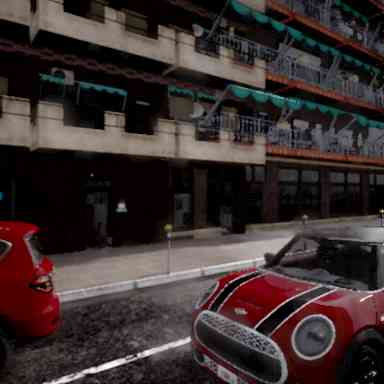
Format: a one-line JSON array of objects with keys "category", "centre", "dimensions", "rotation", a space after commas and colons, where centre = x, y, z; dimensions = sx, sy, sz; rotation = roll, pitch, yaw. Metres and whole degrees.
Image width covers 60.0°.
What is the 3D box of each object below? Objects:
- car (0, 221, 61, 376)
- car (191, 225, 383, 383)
[{"category": "car", "centre": [-4.092, 1.340, 3.630], "dimensions": [5.009, 1.841, 2.192], "rotation": [0, 0, -36]}, {"category": "car", "centre": [2.194, 1.349, 4.846], "dimensions": [4.553, 1.767, 2.097], "rotation": [0, 0, -36]}]
